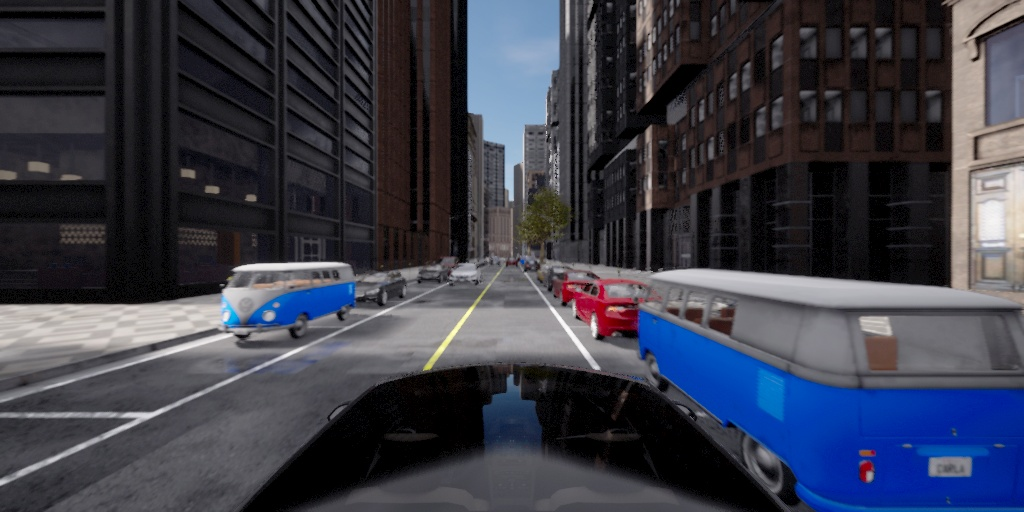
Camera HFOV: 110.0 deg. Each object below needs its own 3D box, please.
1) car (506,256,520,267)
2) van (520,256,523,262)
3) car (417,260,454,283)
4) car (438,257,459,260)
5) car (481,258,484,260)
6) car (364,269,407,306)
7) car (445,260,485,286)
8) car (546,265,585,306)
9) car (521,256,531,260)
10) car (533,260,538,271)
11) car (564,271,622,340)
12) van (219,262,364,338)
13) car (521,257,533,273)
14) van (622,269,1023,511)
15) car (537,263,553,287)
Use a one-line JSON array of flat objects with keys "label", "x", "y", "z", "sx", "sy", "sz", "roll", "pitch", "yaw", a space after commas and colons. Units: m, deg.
[{"label": "car", "x": -0.014, "y": 0.960, "z": 61.129, "sx": 2.097, "sy": 1.767, "sz": 4.553, "roll": 0, "pitch": 0, "yaw": 0}, {"label": "van", "x": 2.748, "y": 0.950, "z": 60.293, "sx": 1.690, "sy": 1.789, "sz": 3.998, "roll": 0, "pitch": 0, "yaw": 0}, {"label": "car", "x": -5.769, "y": 1.234, "z": 26.571, "sx": 2.007, "sy": 1.370, "sz": 4.403, "roll": 0, "pitch": 0, "yaw": 0}, {"label": "car", "x": -5.770, "y": 0.985, "z": 32.189, "sx": 2.192, "sy": 1.841, "sz": 5.009, "roll": 0, "pitch": 0, "yaw": 0}, {"label": "car", "x": -5.775, "y": 1.146, "z": 54.495, "sx": 1.751, "sy": 1.417, "sz": 4.829, "roll": 0, "pitch": 0, "yaw": 0}, {"label": "car", "x": -5.766, "y": 1.264, "z": 15.334, "sx": 2.007, "sy": 1.370, "sz": 4.403, "roll": 0, "pitch": 0, "yaw": 0}, {"label": "car", "x": -3.103, "y": 1.214, "z": 24.594, "sx": 1.812, "sy": 1.442, "sz": 4.674, "roll": 0, "pitch": 0, "yaw": 0}, {"label": "car", "x": 2.759, "y": 1.258, "z": 15.347, "sx": 1.888, "sy": 1.381, "sz": 4.507, "roll": 0, "pitch": 0, "yaw": 0}, {"label": "car", "x": 2.750, "y": 1.165, "z": 54.675, "sx": 1.888, "sy": 1.381, "sz": 4.507, "roll": 0, "pitch": 0, "yaw": 0}, {"label": "car", "x": 2.756, "y": 1.209, "z": 26.754, "sx": 1.751, "sy": 1.417, "sz": 4.829, "roll": 0, "pitch": 0, "yaw": 0}, {"label": "car", "x": 2.760, "y": 1.273, "z": 9.729, "sx": 1.888, "sy": 1.381, "sz": 4.507, "roll": 0, "pitch": 0, "yaw": 0}, {"label": "van", "x": -5.765, "y": 1.069, "z": 9.715, "sx": 1.690, "sy": 1.789, "sz": 3.998, "roll": 0, "pitch": 0, "yaw": 0}, {"label": "car", "x": 2.342, "y": 1.173, "z": 41.872, "sx": 1.812, "sy": 1.442, "sz": 4.674, "roll": 0, "pitch": 0, "yaw": 0}, {"label": "van", "x": 2.761, "y": 1.084, "z": 4.110, "sx": 1.690, "sy": 1.789, "sz": 3.998, "roll": 0, "pitch": 0, "yaw": 0}, {"label": "car", "x": 2.758, "y": 1.248, "z": 20.959, "sx": 2.007, "sy": 1.370, "sz": 4.403, "roll": 0, "pitch": 0, "yaw": 0}]
